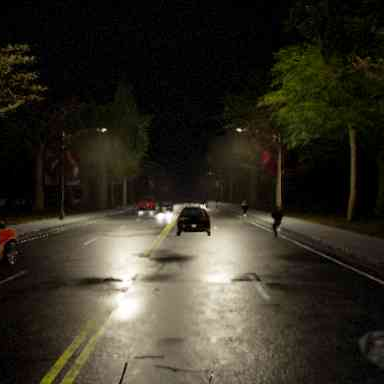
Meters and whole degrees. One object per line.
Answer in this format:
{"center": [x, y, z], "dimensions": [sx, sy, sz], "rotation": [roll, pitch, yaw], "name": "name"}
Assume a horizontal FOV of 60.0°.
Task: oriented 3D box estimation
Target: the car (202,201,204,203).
{"center": [0.100, 1.947, 37.889], "dimensions": [1.895, 1.301, 4.718], "rotation": [0, -1, 0], "name": "car"}

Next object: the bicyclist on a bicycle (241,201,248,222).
{"center": [4.143, 1.600, 26.474], "dimensions": [0.659, 1.776, 1.843], "rotation": [0, 0, 0], "name": "bicyclist on a bicycle"}

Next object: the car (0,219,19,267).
{"center": [-6.599, 1.422, 8.741], "dimensions": [2.097, 1.767, 4.553], "rotation": [0, 0, 0], "name": "car"}

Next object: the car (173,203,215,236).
{"center": [0.100, 1.644, 19.779], "dimensions": [1.882, 1.535, 5.008], "rotation": [0, -1, 0], "name": "car"}

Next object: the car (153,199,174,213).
{"center": [-3.334, 1.889, 42.622], "dimensions": [2.128, 1.511, 4.902], "rotation": [0, -1, 0], "name": "car"}

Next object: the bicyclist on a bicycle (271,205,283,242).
{"center": [4.142, 1.506, 16.359], "dimensions": [0.659, 1.776, 1.843], "rotation": [0, 0, 0], "name": "bicyclist on a bicycle"}

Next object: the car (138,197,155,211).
{"center": [-6.581, 1.695, 49.382], "dimensions": [2.150, 2.045, 5.566], "rotation": [0, -1, 0], "name": "car"}

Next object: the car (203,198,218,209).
{"center": [3.357, 2.085, 56.882], "dimensions": [1.812, 1.442, 4.674], "rotation": [0, 0, 0], "name": "car"}
